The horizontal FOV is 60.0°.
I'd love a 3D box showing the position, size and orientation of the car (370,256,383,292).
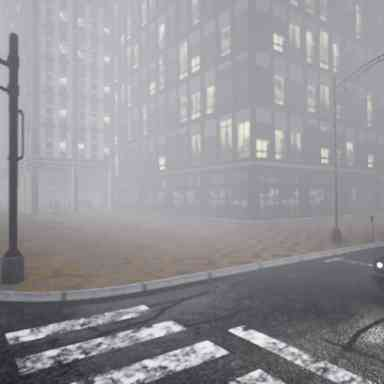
[{"bbox_3d":[6.194,1.644,7.793,4.718,1.301,1.895,0,-1,-35],"label":"car"}]
